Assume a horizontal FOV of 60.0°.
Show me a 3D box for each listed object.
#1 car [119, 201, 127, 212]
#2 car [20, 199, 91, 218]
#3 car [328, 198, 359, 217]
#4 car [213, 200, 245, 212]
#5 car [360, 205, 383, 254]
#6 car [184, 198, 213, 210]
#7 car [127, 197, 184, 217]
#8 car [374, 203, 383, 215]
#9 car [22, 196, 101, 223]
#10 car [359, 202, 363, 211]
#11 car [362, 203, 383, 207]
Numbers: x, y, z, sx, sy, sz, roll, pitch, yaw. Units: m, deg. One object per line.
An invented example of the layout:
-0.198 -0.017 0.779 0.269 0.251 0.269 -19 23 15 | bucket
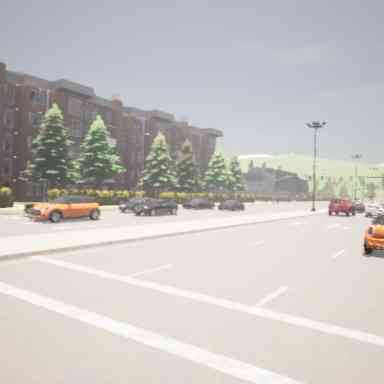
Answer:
-5.095 1.257 33.021 2.128 1.511 4.902 2 0 35 | car
-10.322 1.201 25.534 1.895 1.301 4.718 2 0 35 | car
17.700 1.758 39.245 2.150 2.045 5.566 2 0 36 | car
4.929 1.659 41.258 1.994 1.385 4.181 2 0 35 | car
8.725 1.625 14.075 2.097 1.767 4.553 2 0 35 | car
0.932 1.503 41.661 2.033 1.411 5.357 2 0 35 | car
-3.151 1.342 29.701 1.837 1.490 4.892 2 0 35 | car
26.660 2.309 46.066 1.882 1.535 5.008 2 0 35 | car
-8.375 1.024 22.202 2.097 1.767 4.553 2 0 35 | car
23.777 2.221 48.048 2.128 1.511 4.902 2 0 35 | car
21.067 2.180 37.956 1.812 1.442 4.674 2 0 35 | car
